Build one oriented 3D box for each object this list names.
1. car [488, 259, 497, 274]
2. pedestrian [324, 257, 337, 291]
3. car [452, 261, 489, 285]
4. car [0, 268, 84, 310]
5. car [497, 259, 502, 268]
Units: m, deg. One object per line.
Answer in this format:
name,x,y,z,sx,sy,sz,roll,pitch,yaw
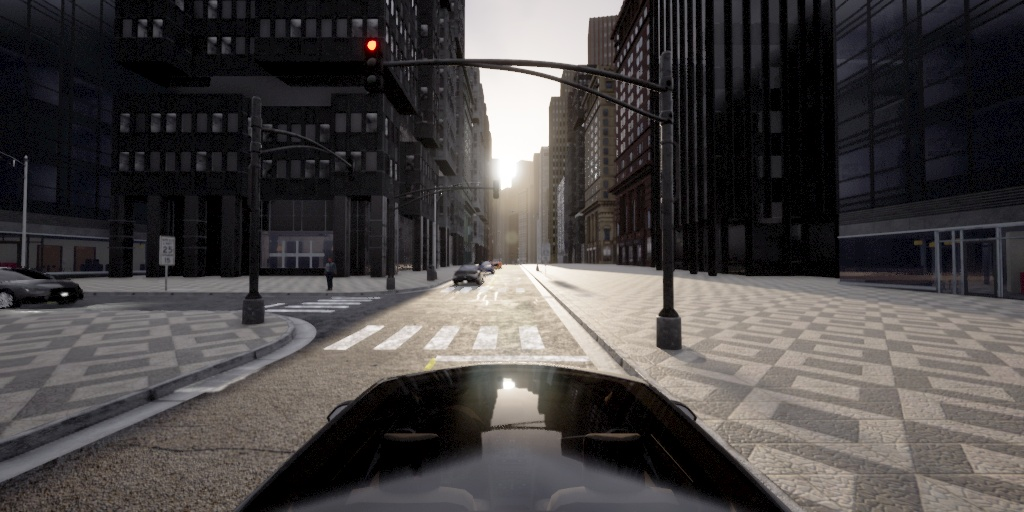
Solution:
car,-3.011,1.316,40.924,1.812,1.442,4.674,0,0,0
pedestrian,-9.967,0.972,19.623,0.375,1.860,0.375,0,-1,0
car,-3.044,1.305,26.088,2.033,1.411,5.357,0,0,0
car,-19.143,1.180,13.417,4.892,1.490,1.837,0,-1,0
car,-2.866,1.229,62.562,2.097,1.767,4.553,0,0,0
